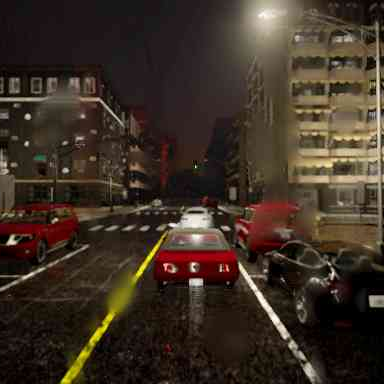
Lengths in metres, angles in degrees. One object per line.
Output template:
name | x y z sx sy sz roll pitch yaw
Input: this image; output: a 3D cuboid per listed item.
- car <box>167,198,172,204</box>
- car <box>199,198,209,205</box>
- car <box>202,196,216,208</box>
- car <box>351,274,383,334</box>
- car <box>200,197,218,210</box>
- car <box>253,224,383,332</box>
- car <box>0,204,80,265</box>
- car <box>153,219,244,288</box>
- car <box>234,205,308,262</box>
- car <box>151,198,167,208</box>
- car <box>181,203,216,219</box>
car | -5.724 2.082 78.586 1.752 1.417 4.829 1 0 0
car | 2.660 2.084 73.127 1.947 1.339 4.313 1 0 0
car | 2.796 1.711 56.045 2.192 1.841 5.009 1 0 0
car | 2.703 1.577 1.395 1.947 1.339 4.313 1 0 0
car | 2.808 1.671 50.344 2.192 1.841 5.009 1 0 0
car | 2.700 1.615 6.834 1.947 1.339 4.313 1 0 0
car | -5.753 1.402 12.260 2.192 1.841 5.009 1 0 0
car | 0.095 1.668 9.383 1.895 1.301 4.718 0 0 0
car | 2.774 1.402 12.271 2.192 1.841 5.009 1 0 0
car | -5.833 1.947 55.973 2.008 1.369 4.403 1 0 0
car | 0.382 1.672 20.800 1.812 1.442 4.674 0 0 6
